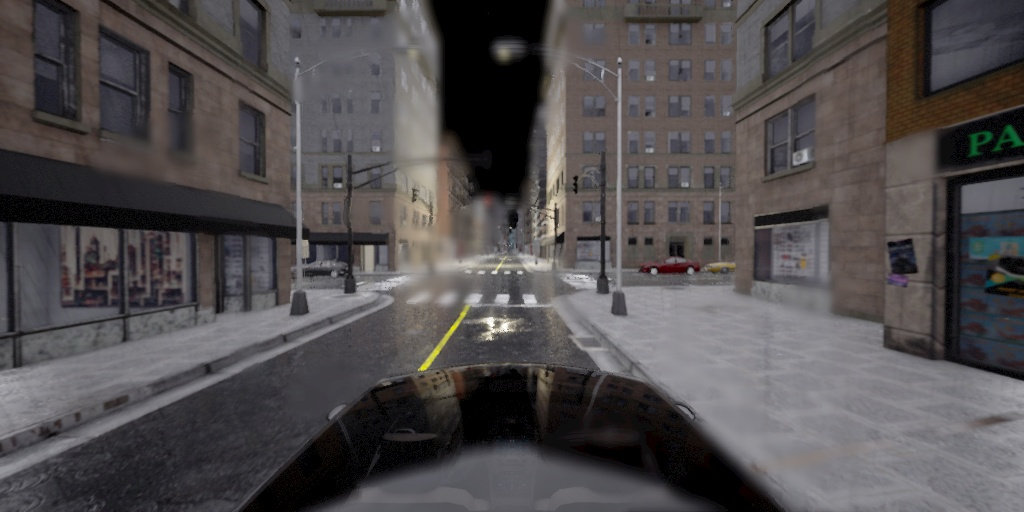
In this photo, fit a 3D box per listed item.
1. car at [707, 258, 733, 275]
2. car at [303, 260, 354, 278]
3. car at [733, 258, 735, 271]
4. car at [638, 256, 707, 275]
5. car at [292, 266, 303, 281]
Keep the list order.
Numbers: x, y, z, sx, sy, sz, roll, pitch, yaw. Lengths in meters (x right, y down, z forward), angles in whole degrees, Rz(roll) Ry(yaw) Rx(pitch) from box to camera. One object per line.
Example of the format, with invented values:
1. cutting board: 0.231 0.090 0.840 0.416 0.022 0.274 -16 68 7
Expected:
1. car: 17.429 0.662 27.702 4.829 1.417 1.751 0 0 0
2. car: -14.657 1.001 27.888 4.403 1.370 2.007 0 0 0
3. car: 18.677 0.654 24.929 4.902 1.511 2.128 -1 1 0
4. car: 12.106 0.735 27.733 4.507 1.381 1.888 0 0 0
5. car: -15.689 1.106 22.029 4.181 1.385 1.994 0 1 0
